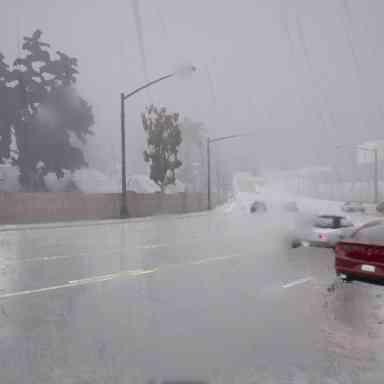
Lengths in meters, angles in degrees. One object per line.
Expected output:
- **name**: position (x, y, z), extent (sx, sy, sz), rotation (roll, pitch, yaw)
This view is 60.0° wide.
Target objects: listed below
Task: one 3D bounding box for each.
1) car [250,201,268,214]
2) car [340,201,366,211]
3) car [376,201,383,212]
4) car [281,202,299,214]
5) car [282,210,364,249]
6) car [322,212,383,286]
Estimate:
- **car**: position (8.080, 1.790, 39.625), extent (2.033, 1.411, 5.357), rotation (-1, -1, 15)
- **car**: position (19.053, 1.743, 39.630), extent (1.895, 1.301, 4.718), rotation (-1, 0, 13)
- **car**: position (21.866, 1.655, 36.807), extent (1.994, 1.385, 4.181), rotation (-1, 0, 16)
- **car**: position (11.242, 1.800, 38.108), extent (1.895, 1.301, 4.718), rotation (-1, -1, 16)
- **car**: position (5.661, 1.626, 13.837), extent (1.895, 1.301, 4.718), rotation (0, 0, 42)
- **car**: position (5.563, 1.485, 8.806), extent (5.008, 1.535, 1.882), rotation (0, 0, -43)
